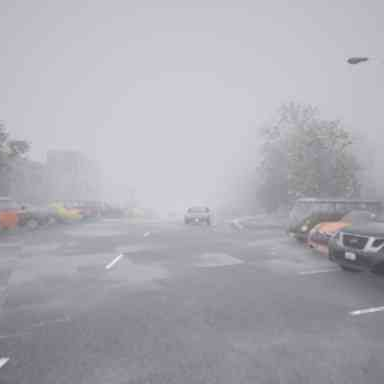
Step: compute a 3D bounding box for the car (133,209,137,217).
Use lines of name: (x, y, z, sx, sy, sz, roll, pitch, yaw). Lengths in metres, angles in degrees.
car: (-11.077, 3.085, 49.399, 4.792, 1.488, 2.163, 1, -4, -19)

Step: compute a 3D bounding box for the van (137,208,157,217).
van: (-10.708, 4.910, 78.640, 4.442, 1.987, 1.878, 1, -4, -19)

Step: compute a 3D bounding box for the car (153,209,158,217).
car: (-10.762, 4.249, 69.896, 5.566, 2.045, 2.435, 1, -4, -19)

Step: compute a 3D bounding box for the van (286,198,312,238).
van: (6.324, 1.260, 14.878, 4.442, 1.987, 1.878, 1, -1, -20)

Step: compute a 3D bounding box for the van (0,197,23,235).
van: (-11.481, 1.268, 17.195, 4.442, 1.987, 1.878, -1, 0, -20)

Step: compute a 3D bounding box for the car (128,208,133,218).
car: (-10.956, 2.645, 43.621, 5.366, 1.575, 1.946, 1, -4, -19)

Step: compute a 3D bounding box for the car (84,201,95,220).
car: (-11.294, 1.808, 28.934, 4.892, 1.521, 2.231, 0, -2, -20)

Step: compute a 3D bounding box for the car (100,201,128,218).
car: (-11.145, 2.193, 40.656, 5.566, 2.045, 2.435, 0, -4, -19)

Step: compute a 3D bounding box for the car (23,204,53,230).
car: (-11.359, 1.541, 20.162, 5.008, 1.535, 2.097, -1, -1, -20)

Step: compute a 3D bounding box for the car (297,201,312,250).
car: (6.455, 1.348, 11.934, 4.553, 1.767, 2.185, 1, 0, -20)

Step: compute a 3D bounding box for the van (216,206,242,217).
van: (7.097, 3.843, 63.711, 4.442, 1.987, 1.878, 2, -5, -19)

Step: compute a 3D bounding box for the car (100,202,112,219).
car: (-11.223, 2.084, 34.772, 4.892, 1.521, 2.231, 0, -3, -19)

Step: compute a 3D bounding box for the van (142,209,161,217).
van: (-10.400, 5.343, 84.576, 4.442, 1.987, 1.878, 1, -5, -19)

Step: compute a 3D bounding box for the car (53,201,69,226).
car: (-11.339, 1.610, 23.088, 4.892, 1.521, 2.231, 0, -1, -20)

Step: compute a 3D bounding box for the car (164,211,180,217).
car: (-4.290, 4.736, 71.615, 1.895, 1.301, 4.718, 0, -4, 1)

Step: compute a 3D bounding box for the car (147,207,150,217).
car: (-10.837, 3.906, 61.117, 4.792, 1.488, 2.163, 1, -4, -19)

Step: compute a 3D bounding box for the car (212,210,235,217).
car: (7.165, 4.945, 75.398, 4.674, 1.452, 2.002, 2, -5, -19)

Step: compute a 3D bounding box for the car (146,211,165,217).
car: (-10.374, 6.223, 93.292, 4.892, 1.521, 2.231, 1, -5, -19)

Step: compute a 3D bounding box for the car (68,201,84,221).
car: (-11.484, 1.695, 25.944, 5.366, 1.575, 1.946, 0, -2, -20)

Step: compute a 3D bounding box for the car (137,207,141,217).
car: (-11.183, 3.256, 52.279, 5.366, 1.575, 1.946, 1, -4, -19)

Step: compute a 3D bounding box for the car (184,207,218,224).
car: (0.692, 1.832, 26.403, 1.895, 1.301, 4.718, 0, -2, 8)

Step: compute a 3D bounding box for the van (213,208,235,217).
van: (7.018, 4.464, 72.434, 4.442, 1.987, 1.878, 2, -4, -19)

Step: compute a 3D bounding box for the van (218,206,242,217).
van: (6.833, 3.627, 60.689, 4.442, 1.987, 1.878, 2, -4, -19)

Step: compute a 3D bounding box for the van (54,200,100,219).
van: (-11.372, 1.710, 31.825, 4.442, 1.987, 1.878, 0, -2, -19)

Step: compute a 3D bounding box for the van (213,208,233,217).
van: (7.327, 4.899, 78.391, 4.442, 1.987, 1.878, 2, -5, -19)

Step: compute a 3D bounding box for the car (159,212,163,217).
car: (-10.544, 5.351, 81.591, 5.008, 1.535, 2.097, 1, -4, -19)

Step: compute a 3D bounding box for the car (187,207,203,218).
car: (0.393, 2.774, 44.447, 2.033, 1.411, 5.357, 0, -4, 1)

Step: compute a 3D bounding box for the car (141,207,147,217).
car: (-11.091, 3.665, 58.125, 5.366, 1.575, 1.946, 1, -4, -19)

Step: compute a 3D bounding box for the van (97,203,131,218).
van: (-10.985, 2.627, 46.545, 4.442, 1.987, 1.878, 1, -5, -19)

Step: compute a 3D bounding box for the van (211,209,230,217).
van: (7.461, 5.549, 87.202, 4.442, 1.987, 1.878, 2, -5, -19)

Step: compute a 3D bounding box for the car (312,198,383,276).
car: (6.394, 1.219, 8.914, 5.566, 2.045, 2.435, 1, 0, -20)

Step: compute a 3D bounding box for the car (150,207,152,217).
car: (-10.817, 4.084, 64.038, 4.892, 1.521, 2.231, 1, -4, -19)
